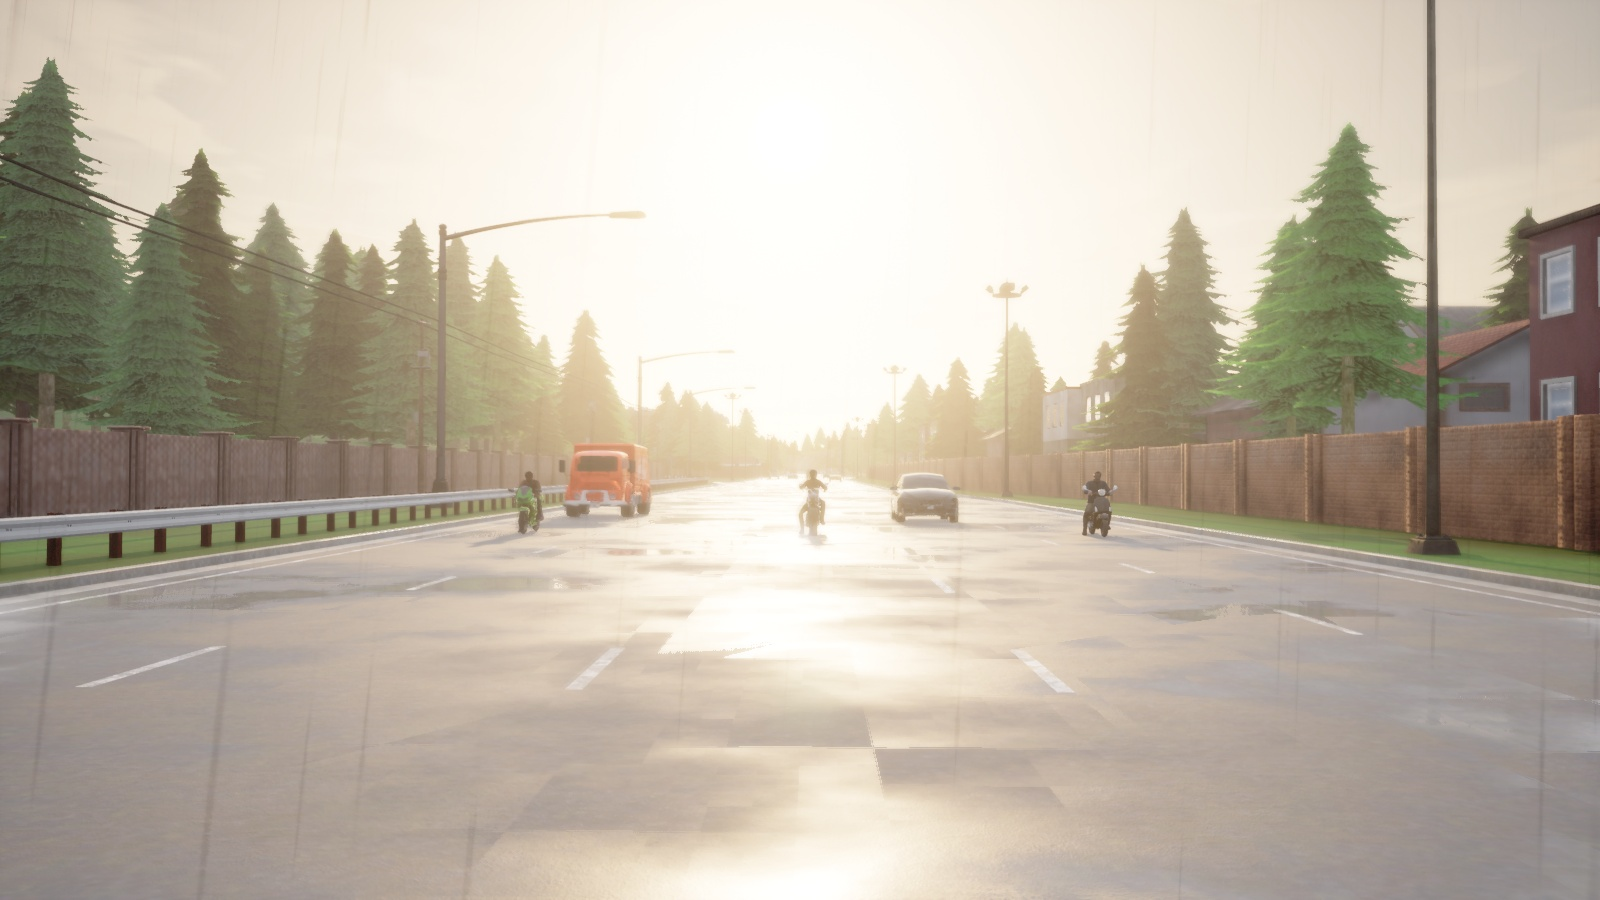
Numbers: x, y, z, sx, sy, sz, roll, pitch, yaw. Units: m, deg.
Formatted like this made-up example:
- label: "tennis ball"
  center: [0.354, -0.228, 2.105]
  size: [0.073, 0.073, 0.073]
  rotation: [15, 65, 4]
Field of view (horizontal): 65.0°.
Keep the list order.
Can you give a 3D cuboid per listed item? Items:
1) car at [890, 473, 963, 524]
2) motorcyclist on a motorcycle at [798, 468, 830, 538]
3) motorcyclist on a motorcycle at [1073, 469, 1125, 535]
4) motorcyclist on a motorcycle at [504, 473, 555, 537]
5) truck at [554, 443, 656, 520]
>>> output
- label: "car"
  center: [3.900, 1.465, 39.457]
  size: [1.837, 1.490, 4.892]
  rotation: [0, -1, 1]
- label: "motorcyclist on a motorcycle"
  center: [0.341, 1.282, 30.975]
  size: [0.766, 1.649, 2.350]
  rotation: [0, -1, 0]
- label: "motorcyclist on a motorcycle"
  center: [7.340, 1.256, 30.917]
  size: [0.866, 1.590, 1.817]
  rotation: [0, -1, 0]
- label: "motorcyclist on a motorcycle"
  center: [-6.659, 1.343, 31.031]
  size: [0.797, 1.523, 2.044]
  rotation: [0, -1, 0]
- label: "truck"
  center: [-6.572, 1.078, 42.911]
  size: [2.627, 2.467, 5.204]
  rotation: [0, -1, 1]
